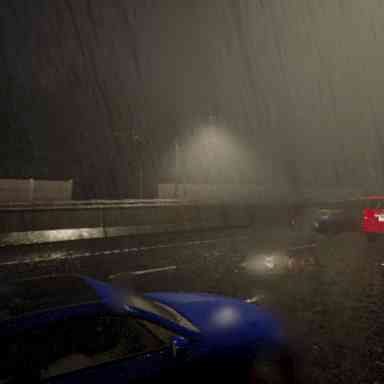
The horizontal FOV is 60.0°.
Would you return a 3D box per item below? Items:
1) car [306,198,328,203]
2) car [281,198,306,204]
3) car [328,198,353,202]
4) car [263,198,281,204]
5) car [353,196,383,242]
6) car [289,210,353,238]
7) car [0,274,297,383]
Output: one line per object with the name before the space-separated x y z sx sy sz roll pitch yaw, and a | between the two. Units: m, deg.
car | 16.860 1.594 41.794 4.718 1.301 1.895 0 0 -35
car | 14.421 1.518 44.348 4.674 1.442 1.812 0 0 -35
car | 18.365 1.470 38.579 5.008 1.535 1.882 0 0 -35
car | 12.054 1.518 46.959 4.674 1.442 1.812 0 0 -35
car | 9.976 1.209 15.162 5.566 2.045 2.150 0 0 -36
car | 7.359 1.589 17.595 4.718 1.301 1.895 0 0 -36
car | -1.062 1.525 2.989 4.674 1.442 1.812 0 0 -36
